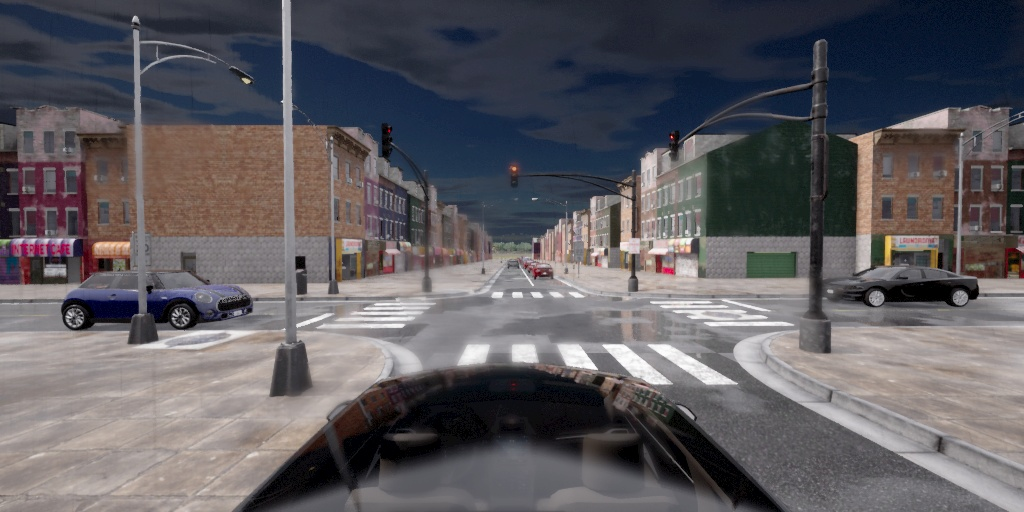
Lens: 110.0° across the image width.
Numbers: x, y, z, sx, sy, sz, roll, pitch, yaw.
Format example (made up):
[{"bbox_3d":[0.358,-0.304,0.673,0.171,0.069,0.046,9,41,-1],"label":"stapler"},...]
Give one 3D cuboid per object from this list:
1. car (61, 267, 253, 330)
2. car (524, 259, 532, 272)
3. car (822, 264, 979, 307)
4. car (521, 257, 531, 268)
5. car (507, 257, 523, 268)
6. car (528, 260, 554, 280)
[{"bbox_3d":[-10.791,1.202,11.170,4.553,1.767,2.097,0,1,0],"label":"car"},{"bbox_3d":[2.723,1.328,42.705,1.802,1.307,4.207,0,0,0],"label":"car"},{"bbox_3d":[14.991,1.103,14.061,5.008,1.535,1.882,0,1,0],"label":"car"},{"bbox_3d":[2.746,1.292,53.770,1.888,1.381,4.507,0,0,0],"label":"car"},{"bbox_3d":[0.220,1.239,58.974,2.128,1.511,4.902,0,0,0],"label":"car"},{"bbox_3d":[2.700,1.291,31.640,1.888,1.381,4.507,0,0,0],"label":"car"}]
